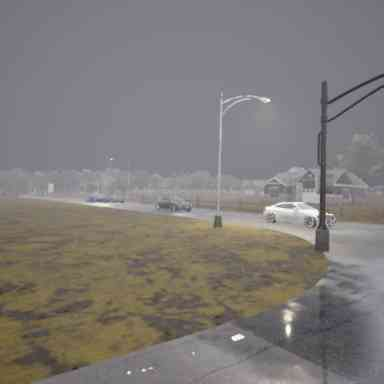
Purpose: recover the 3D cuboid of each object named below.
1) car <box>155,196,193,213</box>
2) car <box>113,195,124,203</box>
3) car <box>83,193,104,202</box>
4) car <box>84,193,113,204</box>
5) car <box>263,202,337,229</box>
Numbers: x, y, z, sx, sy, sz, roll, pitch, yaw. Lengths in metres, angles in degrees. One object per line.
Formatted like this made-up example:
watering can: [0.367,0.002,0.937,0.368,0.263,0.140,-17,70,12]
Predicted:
car: [-1.819,1.146,31.933,1.837,1.490,4.892,2,-1,-35]
car: [-12.392,1.084,52.996,1.994,1.385,4.181,2,-1,-35]
car: [-18.191,1.004,61.146,2.033,1.411,5.357,2,-1,-35]
car: [-13.812,0.922,48.852,1.882,1.535,5.008,2,-1,-35]
car: [6.429,1.335,20.332,1.812,1.442,4.674,2,0,-35]
